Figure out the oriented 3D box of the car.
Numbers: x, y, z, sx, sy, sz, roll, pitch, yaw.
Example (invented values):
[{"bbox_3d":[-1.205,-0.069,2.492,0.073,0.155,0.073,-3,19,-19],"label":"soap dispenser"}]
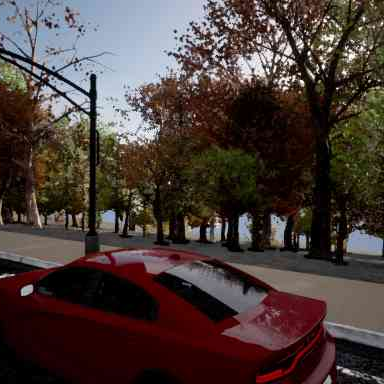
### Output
[{"bbox_3d":[-0.866,1.477,4.293,5.008,1.535,1.882,0,0,35],"label":"car"}]
